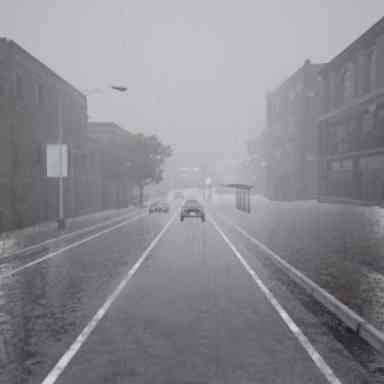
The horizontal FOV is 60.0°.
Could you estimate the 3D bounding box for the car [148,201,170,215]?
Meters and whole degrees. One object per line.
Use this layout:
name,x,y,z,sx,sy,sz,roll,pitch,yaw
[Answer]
car,-3.327,1.592,34.665,1.994,1.385,4.181,0,0,0

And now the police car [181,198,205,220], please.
police car,0.053,1.522,28.188,2.038,1.542,4.974,0,0,0

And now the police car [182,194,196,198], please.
police car,-0.023,1.422,47.325,1.930,1.638,5.238,0,1,1

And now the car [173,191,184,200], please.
car,-2.976,0.754,76.037,2.150,2.045,5.566,0,1,0
